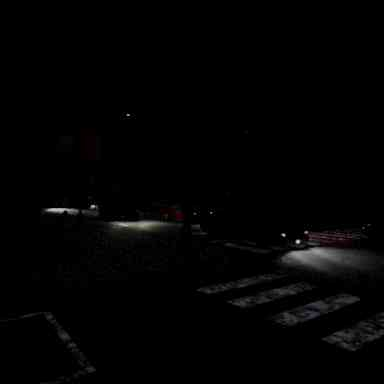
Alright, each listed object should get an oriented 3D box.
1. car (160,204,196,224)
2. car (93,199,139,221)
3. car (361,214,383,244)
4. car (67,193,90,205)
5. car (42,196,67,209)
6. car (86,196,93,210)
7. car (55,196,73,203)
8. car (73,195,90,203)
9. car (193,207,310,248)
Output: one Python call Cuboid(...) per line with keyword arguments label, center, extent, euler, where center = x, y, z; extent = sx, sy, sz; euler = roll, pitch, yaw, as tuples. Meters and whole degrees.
Cuboid(label="car", center=(-0.466, 1.569, 24.869), extent=(1.895, 1.301, 4.718), euler=(0, 0, -36))
Cuboid(label="car", center=(-6.010, 1.443, 27.015), extent=(1.882, 1.535, 5.008), euler=(0, 0, -36))
Cuboid(label="car", center=(9.805, 1.520, 14.151), extent=(4.674, 1.442, 1.812), euler=(0, 0, 29))
Cuboid(label="car", center=(-18.961, 1.131, 56.503), extent=(2.150, 2.045, 5.566), euler=(0, 0, -35))
Cuboid(label="car", center=(-19.161, 1.424, 45.424), extent=(2.128, 1.511, 4.902), euler=(0, 0, -35))
Cuboid(label="car", center=(-10.325, 1.507, 38.604), extent=(1.994, 1.385, 4.181), euler=(0, 0, -36))
Cuboid(label="car", center=(-25.097, 1.439, 65.052), extent=(2.033, 1.411, 5.357), euler=(0, 0, -36))
Cuboid(label="car", center=(-22.047, 1.367, 66.380), extent=(1.882, 1.535, 5.008), euler=(0, 0, -36))
Cuboid(label="car", center=(2.568, 1.536, 15.074), extent=(2.033, 1.411, 5.357), euler=(0, 0, -36))
